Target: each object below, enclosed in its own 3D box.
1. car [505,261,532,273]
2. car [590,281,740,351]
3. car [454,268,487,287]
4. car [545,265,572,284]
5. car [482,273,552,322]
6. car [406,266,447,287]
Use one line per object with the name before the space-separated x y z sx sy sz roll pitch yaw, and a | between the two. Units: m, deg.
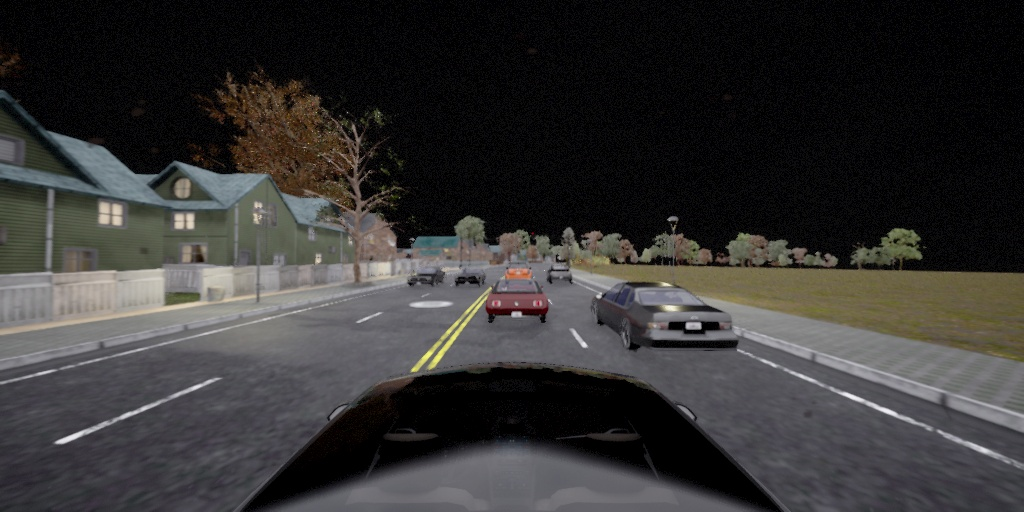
car | 0.552 1.314 29.387 2.097 1.767 4.553 0 0 2
car | 3.379 1.353 9.121 2.033 1.411 5.357 0 0 1
car | -2.991 1.540 26.446 1.895 1.301 4.718 0 0 2
car | 3.808 1.454 29.553 2.128 1.511 4.902 0 0 2
car | 0.178 1.432 12.668 1.895 1.301 4.718 0 0 1
car | -6.234 1.490 26.829 2.033 1.411 5.357 0 0 2
